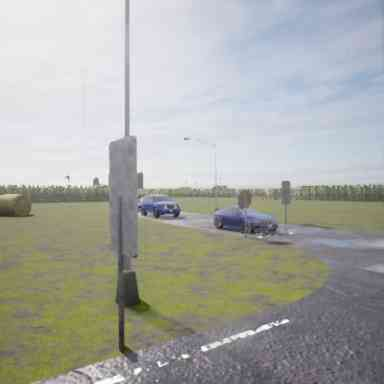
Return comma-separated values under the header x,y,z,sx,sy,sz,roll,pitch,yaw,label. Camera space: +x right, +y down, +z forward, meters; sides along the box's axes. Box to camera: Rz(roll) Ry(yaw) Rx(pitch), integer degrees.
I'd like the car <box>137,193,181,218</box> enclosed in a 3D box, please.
x,y,z,sx,sy,sz,roll,pitch,yaw,label
-3.033,1.271,30.970,2.150,2.045,5.566,-1,0,-27,car

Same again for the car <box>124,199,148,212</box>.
x,y,z,sx,sy,sz,roll,pitch,yaw,label
-6.966,1.611,40.774,2.033,1.411,5.357,-1,0,-19,car

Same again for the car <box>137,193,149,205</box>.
x,y,z,sx,sy,sz,roll,pitch,yaw,label
-9.149,1.281,62.586,2.150,2.045,5.566,-1,0,-6,car

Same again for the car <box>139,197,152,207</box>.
x,y,z,sx,sy,sz,roll,pitch,yaw,label
-7.376,1.571,52.412,1.812,1.442,4.674,-1,0,-12,car

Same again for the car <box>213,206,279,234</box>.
x,y,z,sx,sy,sz,roll,pitch,yaw,label
3.014,1.546,19.685,1.812,1.442,4.674,-1,0,-30,car
